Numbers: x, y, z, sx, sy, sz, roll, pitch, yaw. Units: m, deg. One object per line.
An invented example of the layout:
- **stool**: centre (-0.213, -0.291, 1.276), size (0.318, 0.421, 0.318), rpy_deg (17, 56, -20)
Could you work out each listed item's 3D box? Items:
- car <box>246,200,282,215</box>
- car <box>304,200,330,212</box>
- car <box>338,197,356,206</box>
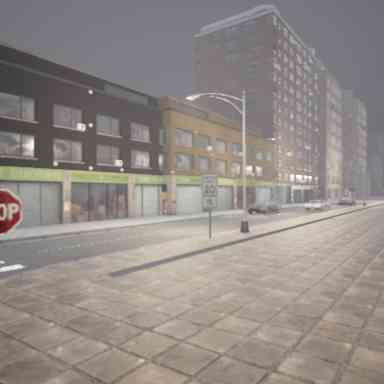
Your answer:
- **car**: centre (7.466, 1.560, 33.947), size (2.033, 1.411, 5.357), rpy_deg (0, 0, 36)
- **car**: centre (14.826, 1.590, 39.149), size (1.895, 1.301, 4.718), rpy_deg (0, 0, 36)
- **car**: centre (24.716, 1.523, 52.932), size (2.033, 1.411, 5.357), rpy_deg (0, 0, 36)
